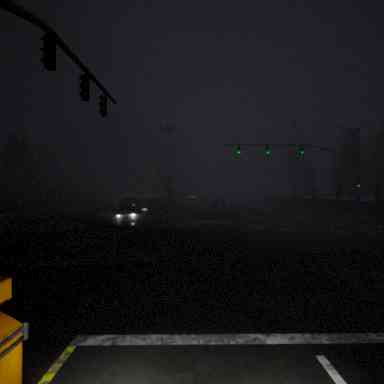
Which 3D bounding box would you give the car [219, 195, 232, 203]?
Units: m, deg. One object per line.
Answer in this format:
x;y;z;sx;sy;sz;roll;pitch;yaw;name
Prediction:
7.033;1.496;68.077;1.882;1.535;5.008;0;0;0;car

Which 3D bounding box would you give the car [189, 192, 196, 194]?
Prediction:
0.038;1.079;78.531;2.150;2.045;5.566;0;0;0;car

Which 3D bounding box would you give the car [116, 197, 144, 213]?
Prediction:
-7.071;1.362;37.525;2.097;1.767;4.553;0;0;0;car

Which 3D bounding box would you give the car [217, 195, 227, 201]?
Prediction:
7.038;1.378;78.497;1.812;1.442;4.674;0;0;0;car

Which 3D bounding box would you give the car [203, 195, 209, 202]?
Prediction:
3.537;1.498;74.153;1.882;1.535;5.008;0;0;0;car

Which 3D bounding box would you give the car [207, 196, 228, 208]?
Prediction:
3.622;1.613;47.108;1.895;1.301;4.718;0;0;0;car

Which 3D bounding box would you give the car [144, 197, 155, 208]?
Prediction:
-7.063;1.560;47.895;2.033;1.411;5.357;0;0;0;car

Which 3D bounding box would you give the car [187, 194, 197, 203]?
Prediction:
0.034;1.619;68.527;1.895;1.301;4.718;0;0;0;car
